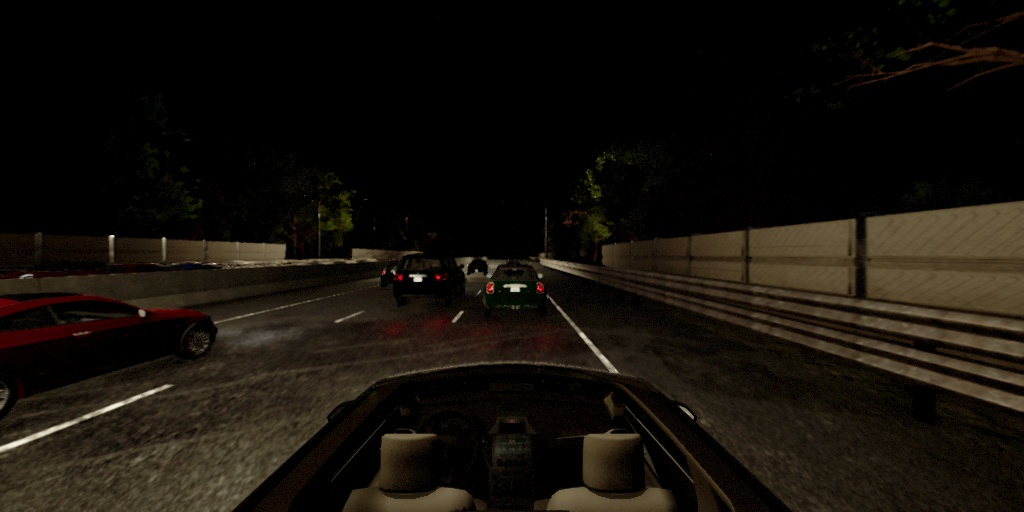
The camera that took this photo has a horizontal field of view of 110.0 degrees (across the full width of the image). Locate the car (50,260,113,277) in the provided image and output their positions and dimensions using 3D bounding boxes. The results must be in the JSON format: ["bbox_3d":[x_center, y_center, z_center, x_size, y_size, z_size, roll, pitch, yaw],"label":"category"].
[{"bbox_3d":[-21.080,1.167,19.692,1.882,1.535,5.008,0,0,0],"label":"car"}]

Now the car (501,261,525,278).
[{"bbox_3d":[0.100,1.198,33.691,2.033,1.411,5.357,0,0,0],"label":"car"}]

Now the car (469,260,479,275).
[{"bbox_3d":[-3.397,1.147,36.685,1.837,1.490,4.892,0,0,0],"label":"car"}]

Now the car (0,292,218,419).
[{"bbox_3d":[-6.899,1.262,5.313,1.812,1.442,4.674,0,0,0],"label":"car"}]

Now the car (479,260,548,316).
[{"bbox_3d":[0.101,1.062,13.335,2.097,1.767,4.553,0,0,0],"label":"car"}]

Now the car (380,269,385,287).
[{"bbox_3d":[-6.900,1.031,23.571,2.097,1.767,4.553,0,0,0],"label":"car"}]

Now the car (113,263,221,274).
[{"bbox_3d":[-17.582,1.169,19.251,1.882,1.535,5.008,0,0,0],"label":"car"}]

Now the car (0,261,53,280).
[{"bbox_3d":[-24.581,1.042,19.453,2.097,1.767,4.553,0,0,0],"label":"car"}]

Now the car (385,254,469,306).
[{"bbox_3d":[-3.389,0.926,15.598,2.150,2.045,5.566,0,0,0],"label":"car"}]
